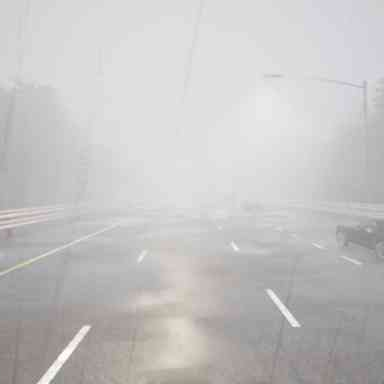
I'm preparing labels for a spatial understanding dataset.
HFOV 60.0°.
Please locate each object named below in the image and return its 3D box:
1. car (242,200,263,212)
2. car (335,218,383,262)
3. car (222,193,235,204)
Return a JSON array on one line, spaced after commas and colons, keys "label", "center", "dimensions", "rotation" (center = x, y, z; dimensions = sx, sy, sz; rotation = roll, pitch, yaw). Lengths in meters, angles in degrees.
[{"label": "car", "center": [7.086, 1.620, 39.613], "dimensions": [1.895, 1.301, 4.718], "rotation": [0, 0, 0]}, {"label": "car", "center": [7.008, 1.603, 12.089], "dimensions": [1.895, 1.301, 4.718], "rotation": [0, 0, 0]}, {"label": "car", "center": [7.236, 1.263, 65.888], "dimensions": [2.150, 2.045, 5.566], "rotation": [0, 0, 0]}]
